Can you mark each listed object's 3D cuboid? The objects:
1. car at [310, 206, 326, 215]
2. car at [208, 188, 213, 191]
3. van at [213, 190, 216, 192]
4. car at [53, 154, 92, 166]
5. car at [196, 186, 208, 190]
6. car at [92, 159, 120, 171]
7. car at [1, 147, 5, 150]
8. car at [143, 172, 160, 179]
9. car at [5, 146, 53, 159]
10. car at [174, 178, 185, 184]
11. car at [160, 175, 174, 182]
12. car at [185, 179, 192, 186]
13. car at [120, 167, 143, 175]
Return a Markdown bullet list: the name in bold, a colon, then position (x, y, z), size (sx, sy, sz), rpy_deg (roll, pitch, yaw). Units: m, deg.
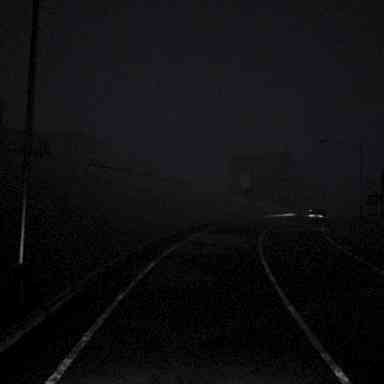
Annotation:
- **car**: position (20.762, 3.058, 54.766), size (1.837, 1.490, 4.892), rpy_deg (0, -3, 31)
- **car**: position (3.173, -0.157, 85.633), size (2.002, 1.452, 4.674), rpy_deg (1, -4, 16)
- **van**: position (4.684, 0.051, 91.102), size (1.878, 1.987, 4.442), rpy_deg (1, -4, 15)
- **car**: position (-14.702, -3.556, 39.113), size (2.097, 1.535, 5.008), rpy_deg (0, -3, 27)
- **car**: position (1.627, -0.597, 80.328), size (2.002, 1.452, 4.674), rpy_deg (1, -4, 17)
- **car**: position (-12.288, -3.343, 44.078), size (2.185, 1.767, 4.553), rpy_deg (0, -3, 26)
- **car**: position (-19.861, -4.232, 29.312), size (2.231, 1.521, 4.892), rpy_deg (0, -3, 29)
- **car**: position (-7.721, -2.490, 54.323), size (2.002, 1.452, 4.674), rpy_deg (0, -3, 23)
- **car**: position (-17.230, -3.857, 34.183), size (2.002, 1.452, 4.674), rpy_deg (0, -3, 28)
- **car**: position (-3.658, -1.960, 64.594), size (2.185, 1.767, 4.553), rpy_deg (1, -4, 21)
- **car**: position (-5.672, -2.197, 59.334), size (2.231, 1.521, 4.892), rpy_deg (1, -3, 22)
- **car**: position (-1.749, -1.704, 69.864), size (2.435, 2.045, 5.566), rpy_deg (1, -4, 20)
- **car**: position (-9.915, -2.838, 49.270), size (2.163, 1.488, 4.792), rpy_deg (0, -3, 25)
